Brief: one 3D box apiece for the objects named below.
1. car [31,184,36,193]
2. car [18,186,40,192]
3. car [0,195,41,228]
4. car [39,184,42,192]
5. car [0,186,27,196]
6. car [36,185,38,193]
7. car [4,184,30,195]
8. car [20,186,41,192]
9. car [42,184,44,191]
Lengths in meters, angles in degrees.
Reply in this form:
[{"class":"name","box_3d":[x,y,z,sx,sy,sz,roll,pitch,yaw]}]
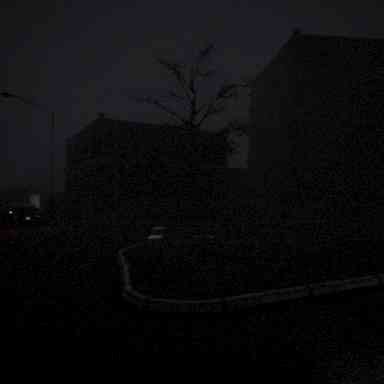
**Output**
[{"class":"car","box_3d":[-34.335,-0.337,66.288,4.553,1.767,2.185,1,1,-20]},{"class":"car","box_3d":[-40.045,-0.677,82.021,4.674,1.452,2.002,1,1,-20]},{"class":"car","box_3d":[-10.135,1.128,18.893,4.674,1.442,1.812,2,1,45]},{"class":"car","box_3d":[-37.159,-0.715,74.123,5.566,2.045,2.435,1,1,-20]},{"class":"car","box_3d":[-29.724,0.188,53.312,4.792,1.488,2.163,1,1,-20]},{"class":"car","box_3d":[-35.357,-0.300,69.009,5.008,1.535,2.097,1,1,-20]},{"class":"car","box_3d":[-31.506,-0.100,58.442,4.553,1.767,2.185,1,1,-20]},{"class":"car","box_3d":[-40.965,-0.756,84.573,4.674,1.452,2.002,1,1,-20]},{"class":"car","box_3d":[-39.140,-0.887,79.449,5.566,2.045,2.435,1,1,-20]}]
